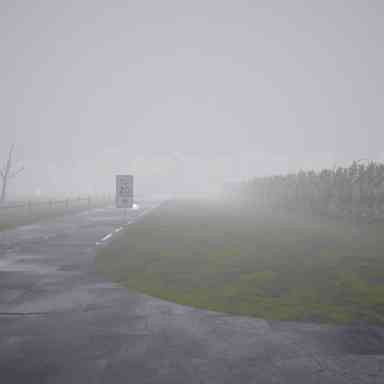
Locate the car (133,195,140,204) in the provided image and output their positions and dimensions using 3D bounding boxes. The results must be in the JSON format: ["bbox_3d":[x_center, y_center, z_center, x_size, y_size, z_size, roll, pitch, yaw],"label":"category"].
[{"bbox_3d":[-9.423,1.146,52.368,1.895,1.301,4.718,1,0,-2],"label":"car"}]
